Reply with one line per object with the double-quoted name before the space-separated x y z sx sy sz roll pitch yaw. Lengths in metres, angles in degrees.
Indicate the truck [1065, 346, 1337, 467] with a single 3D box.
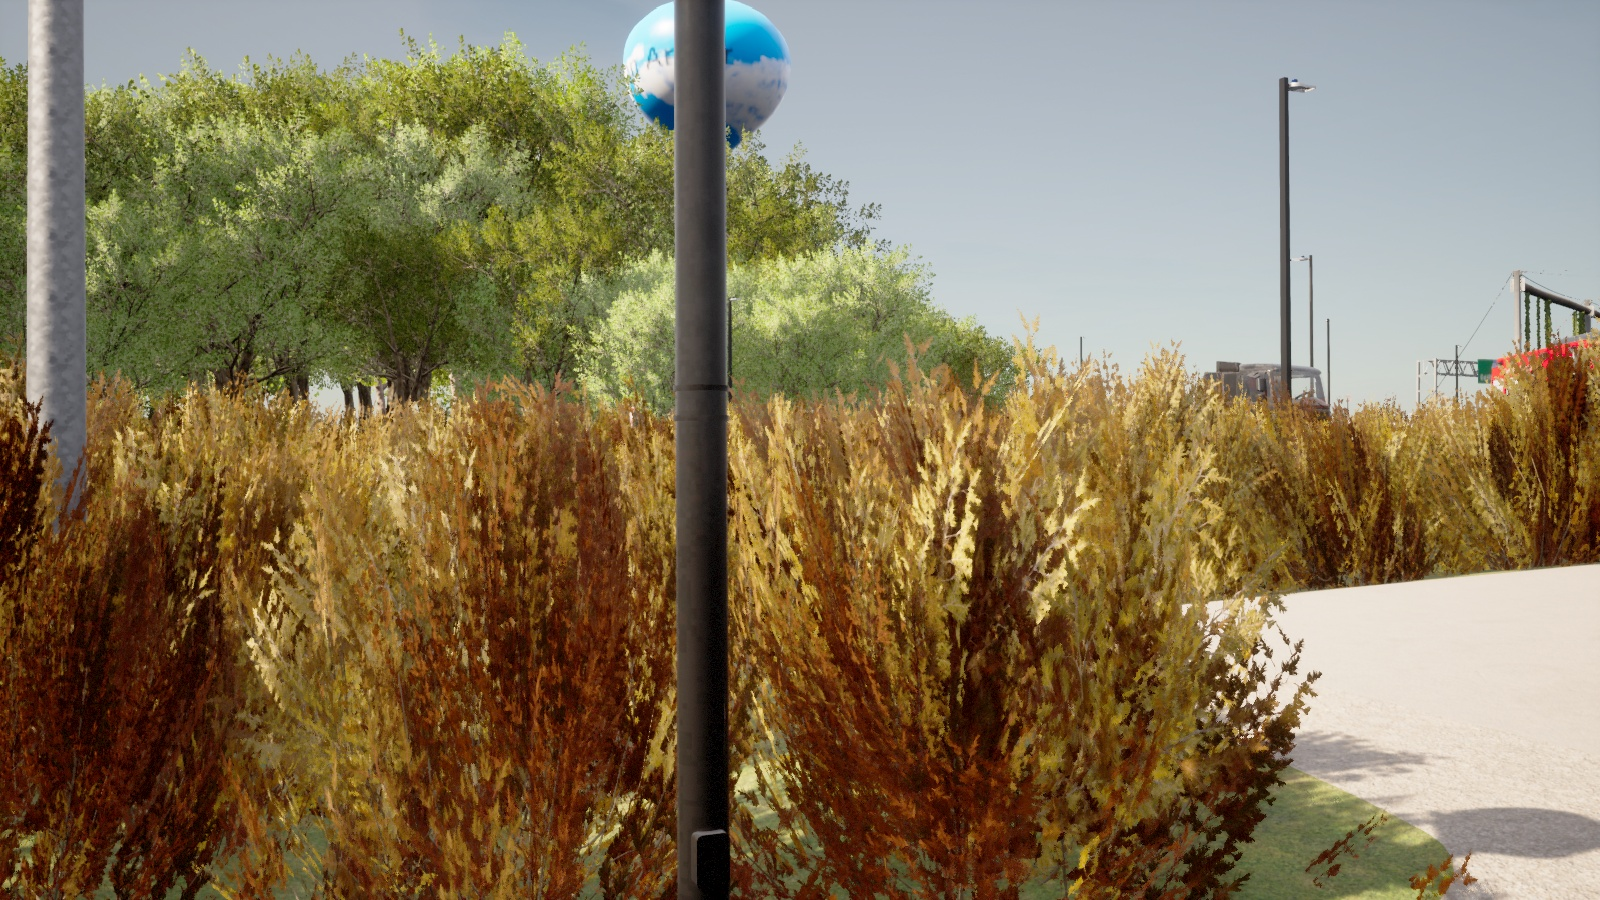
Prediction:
"truck" 12.521 -1.217 39.986 2.891 3.462 7.936 -1 0 -38
